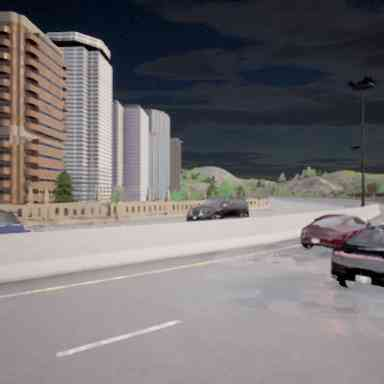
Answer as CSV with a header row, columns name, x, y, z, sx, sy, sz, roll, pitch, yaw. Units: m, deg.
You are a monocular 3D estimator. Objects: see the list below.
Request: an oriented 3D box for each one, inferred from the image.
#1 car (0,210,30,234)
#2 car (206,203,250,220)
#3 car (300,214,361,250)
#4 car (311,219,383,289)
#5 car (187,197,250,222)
name,x,y,z,sx,sy,sz,roll,pitch,yaw
car,-8.007,1.436,11.344,4.553,1.767,2.097,0,-1,-36
car,3.496,1.769,31.473,1.812,1.442,4.674,0,-1,40
car,6.227,1.636,13.811,4.674,1.442,1.812,0,-1,-43
car,5.293,1.559,8.260,4.902,1.511,2.128,0,-1,-40
car,2.095,1.412,24.672,2.150,2.045,5.566,0,-1,44
